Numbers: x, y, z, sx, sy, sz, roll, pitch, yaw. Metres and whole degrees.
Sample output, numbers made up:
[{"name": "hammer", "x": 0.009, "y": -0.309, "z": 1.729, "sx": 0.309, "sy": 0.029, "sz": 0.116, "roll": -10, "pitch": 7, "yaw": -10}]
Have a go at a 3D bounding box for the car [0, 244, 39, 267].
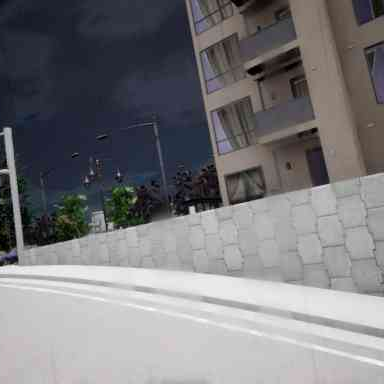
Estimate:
[{"name": "car", "x": -15.542, "y": 5.656, "z": 29.601, "sx": 2.097, "sy": 1.767, "sz": 4.553, "roll": -15, "pitch": -9, "yaw": 35}]
